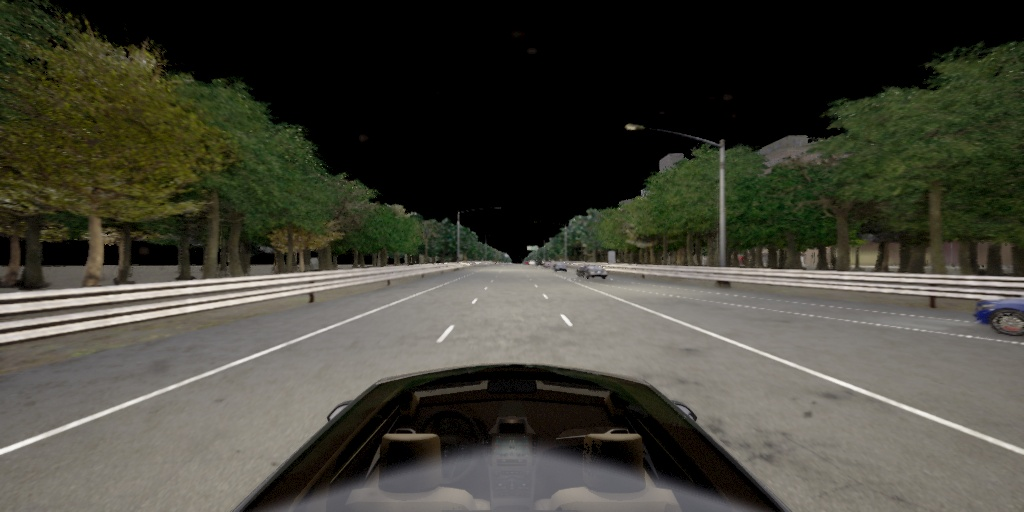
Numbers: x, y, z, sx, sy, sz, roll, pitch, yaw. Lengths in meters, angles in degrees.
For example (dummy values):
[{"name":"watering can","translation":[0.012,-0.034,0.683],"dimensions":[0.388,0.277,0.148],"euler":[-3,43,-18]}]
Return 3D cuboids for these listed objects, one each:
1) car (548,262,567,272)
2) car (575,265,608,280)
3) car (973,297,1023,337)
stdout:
[{"name":"car","translation":[7.061,1.666,53.996],"dimensions":[2.033,1.411,5.357],"euler":[0,0,0]},{"name":"car","translation":[7.665,1.539,34.990],"dimensions":[2.033,1.411,5.357],"euler":[0,0,-5]},{"name":"car","translation":[14.140,1.335,8.058],"dimensions":[1.812,1.442,4.674],"euler":[0,-1,-21]}]
